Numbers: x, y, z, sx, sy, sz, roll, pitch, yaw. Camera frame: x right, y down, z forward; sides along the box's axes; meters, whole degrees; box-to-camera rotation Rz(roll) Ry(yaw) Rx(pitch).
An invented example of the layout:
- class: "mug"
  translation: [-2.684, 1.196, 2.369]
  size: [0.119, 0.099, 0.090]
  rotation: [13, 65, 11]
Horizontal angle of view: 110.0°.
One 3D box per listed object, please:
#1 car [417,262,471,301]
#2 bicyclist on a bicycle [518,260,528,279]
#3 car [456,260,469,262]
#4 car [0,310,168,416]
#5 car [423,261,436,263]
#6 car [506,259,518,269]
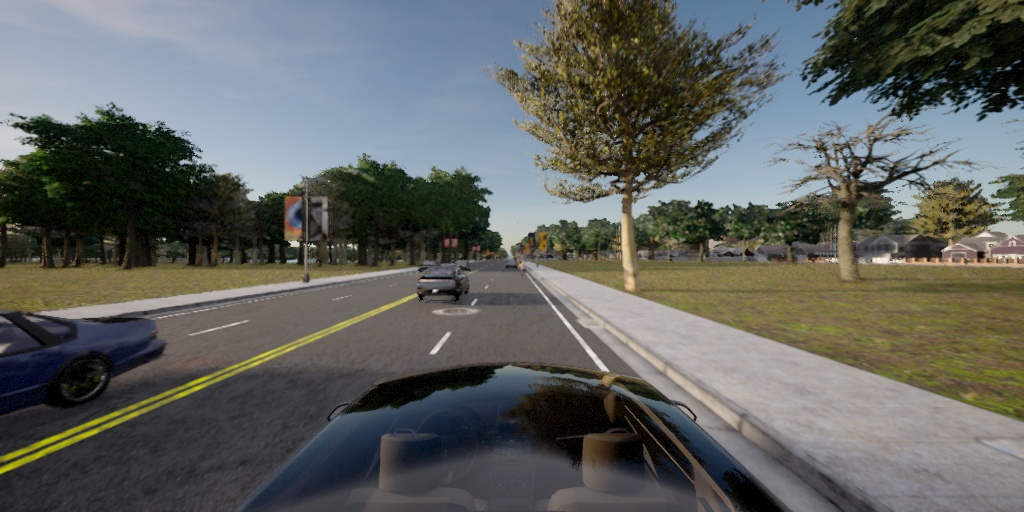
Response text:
- class: "car"
  translation: [-3.151, 1.238, 17.127]
  size: [2.128, 1.511, 4.902]
  rotation: [0, 0, 0]
- class: "bicyclist on a bicycle"
  translation: [0.901, 1.184, 30.223]
  size: [0.866, 1.612, 1.509]
  rotation: [0, 0, 0]
- class: "car"
  translation: [-6.572, 1.264, 47.322]
  size: [1.837, 1.490, 4.892]
  rotation: [0, -1, 0]
- class: "car"
  translation: [-6.602, 1.298, 3.465]
  size: [2.033, 1.411, 5.357]
  rotation: [0, 0, 0]
- class: "car"
  translation: [-9.840, 1.301, 43.088]
  size: [2.033, 1.411, 5.357]
  rotation: [0, 0, 0]
- class: "car"
  translation: [0.017, 1.328, 58.718]
  size: [1.994, 1.385, 4.181]
  rotation: [0, 0, 1]
